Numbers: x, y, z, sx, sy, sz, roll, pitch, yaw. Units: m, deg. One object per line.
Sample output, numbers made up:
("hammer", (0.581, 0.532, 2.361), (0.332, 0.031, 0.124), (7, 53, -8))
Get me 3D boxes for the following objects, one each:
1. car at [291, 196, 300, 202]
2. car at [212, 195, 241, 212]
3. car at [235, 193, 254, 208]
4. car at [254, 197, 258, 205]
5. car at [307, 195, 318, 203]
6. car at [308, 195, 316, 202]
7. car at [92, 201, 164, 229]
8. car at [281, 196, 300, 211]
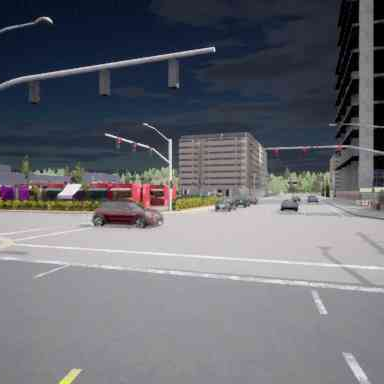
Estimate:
("car", (23.282, 1.552, 74.673), (1.994, 1.385, 4.181), (0, 0, 19))
("car", (4.090, 1.491, 39.726), (2.128, 1.511, 4.902), (0, 0, 19))
("car", (7.239, 1.221, 49.113), (2.150, 2.045, 5.566), (0, 0, 18))
("car", (10.455, 1.564, 58.643), (1.994, 1.385, 4.181), (0, 0, 19))
("car", (24.684, 1.541, 67.785), (2.033, 1.411, 5.357), (0, 0, 19))
("car", (27.967, 1.524, 77.643), (1.812, 1.442, 4.674), (0, 0, 19))
("car", (-4.158, 1.396, 21.794), (4.553, 1.767, 2.097), (0, 0, 19))
("car", (12.059, 1.564, 40.935), (1.994, 1.385, 4.181), (0, 0, 19))
